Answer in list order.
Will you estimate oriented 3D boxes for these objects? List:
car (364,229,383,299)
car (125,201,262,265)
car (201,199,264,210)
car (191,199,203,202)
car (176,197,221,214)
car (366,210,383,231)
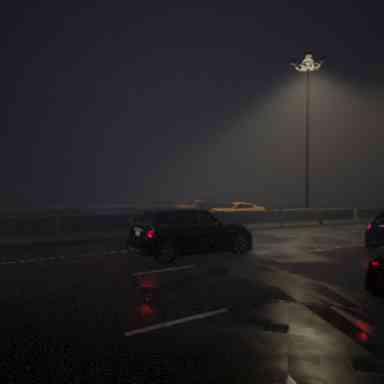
[{"bbox_3d":[5.741,1.617,7.334,4.181,1.385,1.994,0,0,-32],"label":"car"},{"bbox_3d":[0.014,1.378,11.982,4.553,1.767,2.097,0,0,-33],"label":"car"},{"bbox_3d":[3.478,1.560,26.482,5.008,1.535,1.882,0,0,-29],"label":"car"},{"bbox_3d":[1.754,1.583,29.524,4.892,1.490,1.837,0,0,-29],"label":"car"},{"bbox_3d":[0.778,1.440,36.929,4.553,1.767,2.097,0,0,-28],"label":"car"},{"bbox_3d":[9.130,1.442,13.378,4.553,1.767,2.097,0,0,-29],"label":"car"}]
